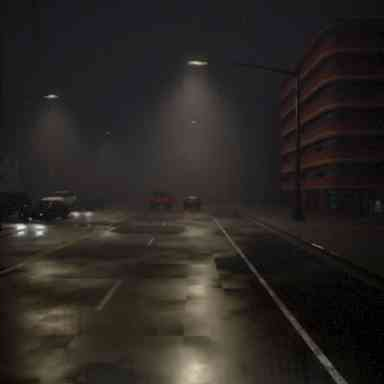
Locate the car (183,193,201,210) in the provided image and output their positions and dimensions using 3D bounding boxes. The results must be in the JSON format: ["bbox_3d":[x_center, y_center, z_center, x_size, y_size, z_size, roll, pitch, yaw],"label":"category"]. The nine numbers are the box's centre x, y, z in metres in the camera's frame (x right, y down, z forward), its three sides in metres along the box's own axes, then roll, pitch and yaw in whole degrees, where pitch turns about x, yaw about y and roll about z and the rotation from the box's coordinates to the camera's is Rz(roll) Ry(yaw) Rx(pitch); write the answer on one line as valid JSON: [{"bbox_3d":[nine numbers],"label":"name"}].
[{"bbox_3d":[0.015,1.153,37.367,2.128,1.511,4.902,0,1,0],"label":"car"}]

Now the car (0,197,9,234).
[{"bbox_3d":[-10.630,1.270,14.926,2.097,1.767,4.553,0,1,0],"label":"car"}]

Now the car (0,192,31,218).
[{"bbox_3d":[-14.150,1.030,25.201,2.150,2.045,5.566,0,1,-1],"label":"car"}]

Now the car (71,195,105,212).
[{"bbox_3d":[-10.622,1.242,35.108,2.033,1.411,5.357,0,1,0],"label":"car"}]

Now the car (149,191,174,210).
[{"bbox_3d":[-3.485,0.887,37.199,2.150,2.045,5.566,0,1,0],"label":"car"}]

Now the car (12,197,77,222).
[{"bbox_3d":[-10.651,1.358,24.571,2.033,1.411,5.357,0,1,0],"label":"car"}]

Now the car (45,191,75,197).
[{"bbox_3d":[-14.124,0.913,35.618,2.150,2.045,5.566,0,1,1],"label":"car"}]

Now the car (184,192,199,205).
[{"bbox_3d":[-0.098,0.914,48.871,2.097,1.767,4.553,0,0,0],"label":"car"}]
